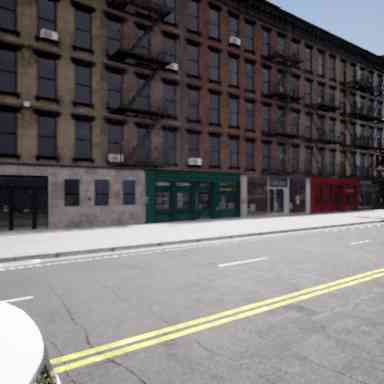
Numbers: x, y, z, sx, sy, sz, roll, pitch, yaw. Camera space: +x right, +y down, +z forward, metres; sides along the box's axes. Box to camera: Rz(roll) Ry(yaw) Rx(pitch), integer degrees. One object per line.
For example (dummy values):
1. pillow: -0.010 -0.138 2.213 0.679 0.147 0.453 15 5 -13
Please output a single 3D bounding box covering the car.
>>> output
1. car: -3.334 1.220 1.060 5.566 2.045 2.150 0 0 -35
